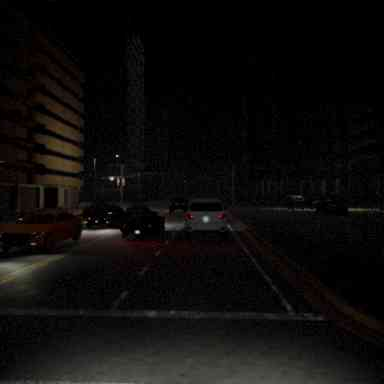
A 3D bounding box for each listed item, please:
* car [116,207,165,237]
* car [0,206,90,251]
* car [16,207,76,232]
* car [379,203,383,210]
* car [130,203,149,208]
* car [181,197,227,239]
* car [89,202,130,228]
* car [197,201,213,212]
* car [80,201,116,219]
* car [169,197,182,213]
[{"bbox_3d":[-2.698,1.773,19.210,1.895,1.301,4.718,0,-1,2],"label":"car"},{"bbox_3d":[-6.571,1.602,15.031,1.882,1.535,5.008,0,-1,2],"label":"car"},{"bbox_3d":[-9.751,1.789,22.676,1.895,1.301,4.718,0,-1,3],"label":"car"},{"bbox_3d":[27.335,1.883,45.357,1.970,1.475,3.806,0,-1,2],"label":"car"},{"bbox_3d":[-5.669,1.858,34.890,2.033,1.411,5.357,0,-1,3],"label":"car"},{"bbox_3d":[0.786,1.398,18.721,2.150,2.045,5.566,0,-1,2],"label":"car"},{"bbox_3d":[-6.176,1.716,24.294,1.837,1.490,4.892,0,0,3],"label":"car"},{"bbox_3d":[1.815,1.993,45.704,1.994,1.385,4.181,0,0,3],"label":"car"},{"bbox_3d":[-9.260,1.764,33.151,1.882,1.535,5.008,0,0,3],"label":"car"},{"bbox_3d":[-1.763,1.629,44.112,2.150,2.045,5.566,0,0,3],"label":"car"}]
